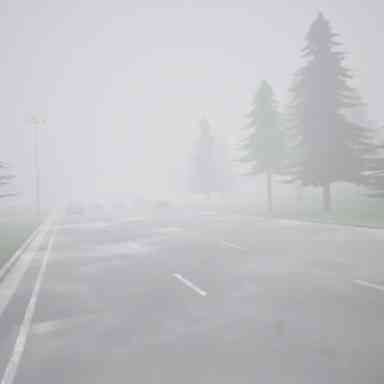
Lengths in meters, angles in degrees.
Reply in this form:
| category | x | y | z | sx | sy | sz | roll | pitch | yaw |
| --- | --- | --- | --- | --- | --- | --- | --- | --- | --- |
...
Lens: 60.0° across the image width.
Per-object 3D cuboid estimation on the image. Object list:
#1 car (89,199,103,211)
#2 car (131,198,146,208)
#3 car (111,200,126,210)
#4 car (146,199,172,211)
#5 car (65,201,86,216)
| category | x | y | z | sx | sy | sz | roll | pitch | yaw |
| --- | --- | --- | --- | --- | --- | --- | --- | --- | --- |
| car | -15.351 | 2.261 | 53.186 | 1.895 | 1.301 | 4.718 | -3 | 0 | -21 |
| car | -8.721 | 1.708 | 55.391 | 2.097 | 1.767 | 4.553 | -3 | 0 | -21 |
| car | -11.934 | 2.051 | 54.026 | 2.033 | 1.411 | 5.357 | -3 | 0 | -21 |
| car | -4.129 | 1.634 | 43.615 | 1.882 | 1.535 | 5.008 | -3 | 0 | -21 |
| car | -14.740 | 2.204 | 42.000 | 1.994 | 1.385 | 4.181 | -3 | 0 | -20 |
